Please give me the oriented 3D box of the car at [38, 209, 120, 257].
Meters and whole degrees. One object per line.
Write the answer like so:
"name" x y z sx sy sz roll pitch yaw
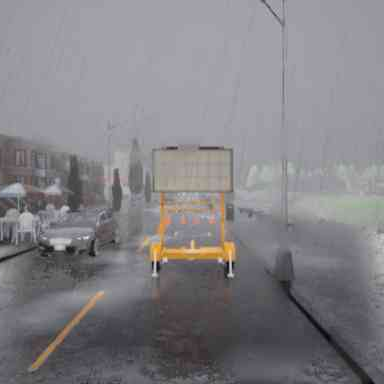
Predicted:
"car" -4.070 1.440 12.684 2.128 1.511 4.902 0 0 0

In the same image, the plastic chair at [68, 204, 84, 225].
"plastic chair" -7.396 1.420 21.183 0.730 1.271 0.750 0 0 -40

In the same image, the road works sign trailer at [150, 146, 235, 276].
"road works sign trailer" 0.024 0.423 10.135 2.380 3.560 2.880 0 0 0

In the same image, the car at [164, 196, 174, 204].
"car" -3.956 1.379 55.204 1.895 1.301 4.718 0 0 0
